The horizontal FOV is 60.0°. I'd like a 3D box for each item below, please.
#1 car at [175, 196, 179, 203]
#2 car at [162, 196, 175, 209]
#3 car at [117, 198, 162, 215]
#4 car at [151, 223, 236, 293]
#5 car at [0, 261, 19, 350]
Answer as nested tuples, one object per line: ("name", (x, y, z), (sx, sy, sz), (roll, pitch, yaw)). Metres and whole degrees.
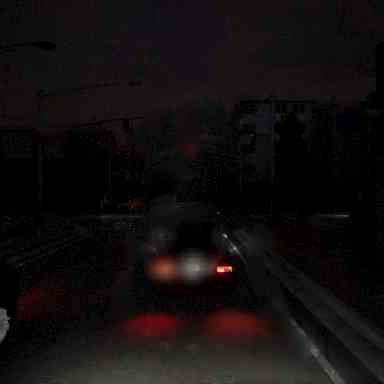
("car", (-3.681, 1.526, 66.483), (1.812, 1.442, 4.674), (0, 0, 0))
("car", (-3.718, 1.525, 45.853), (1.812, 1.442, 4.674), (0, 0, 0))
("car", (-5.250, 1.404, 32.362), (1.882, 1.535, 5.008), (1, -2, 24))
("car", (0.036, 1.547, 8.960), (2.033, 1.411, 5.357), (0, 0, 0))
("car", (-3.608, 1.505, 3.280), (1.837, 1.490, 4.892), (0, 0, 0))
